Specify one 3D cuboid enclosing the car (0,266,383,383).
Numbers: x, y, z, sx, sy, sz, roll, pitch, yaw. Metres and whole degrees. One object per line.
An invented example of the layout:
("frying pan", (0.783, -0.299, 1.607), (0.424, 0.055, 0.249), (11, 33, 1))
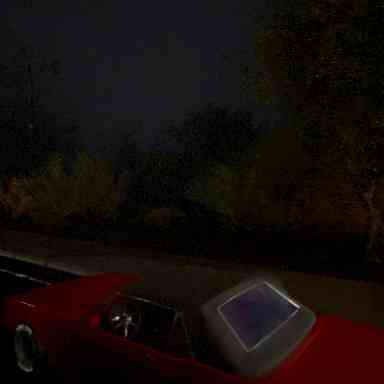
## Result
("car", (-0.280, 1.598, 3.915), (4.718, 1.301, 1.895), (0, 0, 36))
